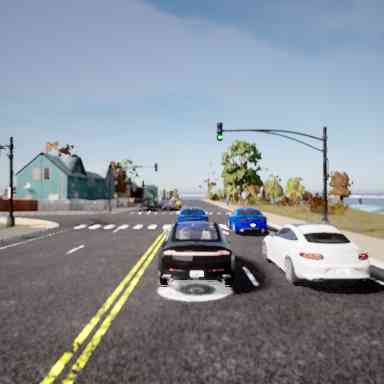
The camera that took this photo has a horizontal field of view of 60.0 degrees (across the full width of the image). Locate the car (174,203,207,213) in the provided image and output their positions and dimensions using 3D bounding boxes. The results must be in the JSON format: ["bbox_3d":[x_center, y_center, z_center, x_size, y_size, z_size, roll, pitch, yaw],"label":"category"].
[{"bbox_3d":[-0.016,1.706,21.107,1.882,1.535,5.008,0,-1,-3],"label":"car"}]

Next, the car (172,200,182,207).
[{"bbox_3d":[-3.193,2.398,69.973,1.895,1.301,4.718,0,-1,0],"label":"car"}]

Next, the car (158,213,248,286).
[{"bbox_3d":[0.107,1.596,9.679,2.128,1.511,4.902,0,-1,0],"label":"car"}]

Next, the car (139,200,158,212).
[{"bbox_3d":[-6.550,2.051,48.865,1.837,1.490,4.892,0,-1,0],"label":"car"}]

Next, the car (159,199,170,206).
[{"bbox_3d":[-6.436,2.452,78.664,2.033,1.411,5.357,0,-1,0],"label":"car"}]

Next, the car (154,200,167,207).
[{"bbox_3d":[-6.444,2.329,68.299,2.033,1.411,5.357,0,-1,0],"label":"car"}]

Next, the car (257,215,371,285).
[{"bbox_3d":[3.353,1.630,9.683,1.812,1.442,4.674,0,0,0],"label":"car"}]

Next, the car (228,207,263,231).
[{"bbox_3d":[3.367,1.702,20.771,1.882,1.535,5.008,0,-1,0],"label":"car"}]

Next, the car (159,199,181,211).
[{"bbox_3d":[-3.264,2.108,49.982,2.033,1.411,5.357,0,-1,3],"label":"car"}]

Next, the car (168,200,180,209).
[{"bbox_3d":[-3.264,2.158,59.966,1.882,1.535,5.008,0,-1,0],"label":"car"}]
